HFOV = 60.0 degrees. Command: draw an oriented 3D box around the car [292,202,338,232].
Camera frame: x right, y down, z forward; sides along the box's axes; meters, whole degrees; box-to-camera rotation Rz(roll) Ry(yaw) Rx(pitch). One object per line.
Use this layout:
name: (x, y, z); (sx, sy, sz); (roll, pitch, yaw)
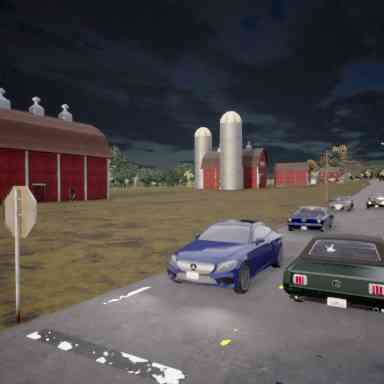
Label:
car: (6.804, 1.494, 18.845); (1.895, 1.301, 4.718); (0, 1, 30)

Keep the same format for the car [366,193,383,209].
car: (19.200, 1.056, 34.471); (1.895, 1.301, 4.718); (0, 1, 30)

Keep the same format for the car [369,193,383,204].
car: (24.144, 0.815, 43.129); (1.895, 1.301, 4.718); (0, 1, 30)

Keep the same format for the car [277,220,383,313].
car: (3.587, 1.592, 7.595); (1.895, 1.301, 4.718); (0, 0, 30)

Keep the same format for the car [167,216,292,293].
car: (1.180, 1.516, 9.126); (1.812, 1.442, 4.674); (0, 0, 30)

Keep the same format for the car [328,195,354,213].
car: (14.125, 1.066, 31.455); (2.128, 1.511, 4.902); (0, 2, 30)
